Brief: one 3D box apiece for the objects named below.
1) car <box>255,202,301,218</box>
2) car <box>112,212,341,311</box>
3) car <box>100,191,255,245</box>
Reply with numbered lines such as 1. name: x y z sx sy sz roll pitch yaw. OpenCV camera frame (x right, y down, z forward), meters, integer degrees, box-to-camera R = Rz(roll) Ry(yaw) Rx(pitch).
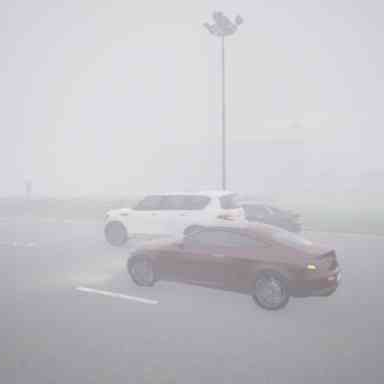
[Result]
1. car: 2.307 1.193 14.667 4.892 1.490 1.837 0 1 28
2. car: 0.701 1.371 7.283 4.674 1.442 1.812 0 1 30
3. car: -0.777 0.979 12.377 5.566 2.045 2.150 0 1 26
